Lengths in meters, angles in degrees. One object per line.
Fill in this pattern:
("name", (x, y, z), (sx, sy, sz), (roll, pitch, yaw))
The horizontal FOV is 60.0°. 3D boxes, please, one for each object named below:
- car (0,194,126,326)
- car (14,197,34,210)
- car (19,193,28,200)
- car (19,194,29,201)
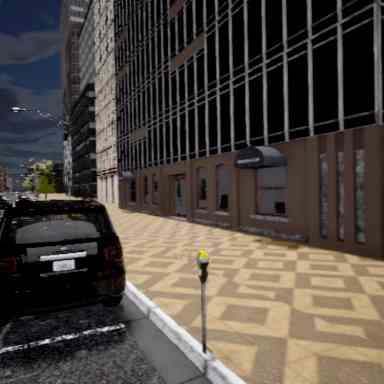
("car", (-3.104, 1.165, 7.312), (2.150, 2.045, 5.566), (-2, 1, -27))
("car", (-19.594, 1.318, 38.832), (1.947, 1.339, 4.313), (-1, 1, -27))
("car", (-37.738, 1.040, 74.494), (1.752, 1.417, 4.829), (-1, 1, -27))
("car", (-35.079, 1.133, 69.270), (1.802, 1.307, 4.206), (-1, 1, -27))
